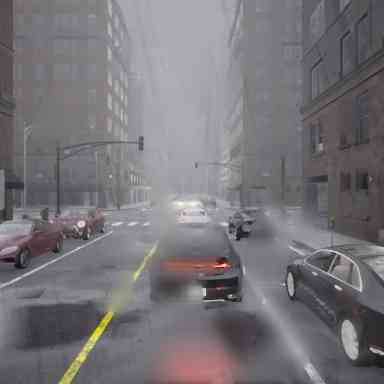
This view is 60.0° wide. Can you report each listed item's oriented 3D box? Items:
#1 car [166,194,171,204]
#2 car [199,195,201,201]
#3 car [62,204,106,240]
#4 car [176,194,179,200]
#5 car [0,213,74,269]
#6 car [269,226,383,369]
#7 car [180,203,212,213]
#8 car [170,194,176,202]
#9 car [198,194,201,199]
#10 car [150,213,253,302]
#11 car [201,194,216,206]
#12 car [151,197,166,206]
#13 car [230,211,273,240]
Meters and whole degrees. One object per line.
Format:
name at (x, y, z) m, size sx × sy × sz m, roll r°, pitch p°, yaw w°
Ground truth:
car at (-5.633, 1.607, 64.488) m, size 2.008 × 1.369 × 4.403 m, roll 0°, pitch 0°, yaw 0°
car at (2.892, 1.607, 64.478) m, size 2.008 × 1.369 × 4.403 m, roll 0°, pitch 0°, yaw 0°
car at (-5.675, 1.441, 16.568) m, size 1.967 × 1.590 × 4.097 m, roll 0°, pitch 0°, yaw 0°
car at (-5.593, 1.457, 91.531) m, size 2.192 × 1.841 × 5.009 m, roll 0°, pitch 0°, yaw 0°
car at (-5.673, 1.582, 11.067) m, size 1.802 × 1.307 × 4.206 m, roll 0°, pitch 0°, yaw 0°
car at (2.854, 1.551, 5.568) m, size 2.008 × 1.369 × 4.403 m, roll 0°, pitch 0°, yaw 0°
car at (0.078, 1.527, 17.382) m, size 1.812 × 1.442 × 4.674 m, roll 0°, pitch 0°, yaw -1°
car at (-5.609, 1.626, 80.544) m, size 1.752 × 1.417 × 4.829 m, roll 0°, pitch 0°, yaw 0°
car at (2.908, 1.524, 75.296) m, size 1.967 × 1.590 × 4.097 m, roll 0°, pitch 0°, yaw 0°
car at (0.096, 1.505, 8.234) m, size 1.837 × 1.490 × 4.892 m, roll 0°, pitch 0°, yaw 0°
car at (2.875, 1.476, 53.660) m, size 1.967 × 1.590 × 4.097 m, roll 0°, pitch 0°, yaw 0°
car at (-5.650, 1.618, 53.671) m, size 1.802 × 1.307 × 4.206 m, roll 0°, pitch 0°, yaw 0°
car at (2.851, 1.567, 16.570) m, size 1.947 × 1.339 × 4.313 m, roll 0°, pitch 0°, yaw 0°
